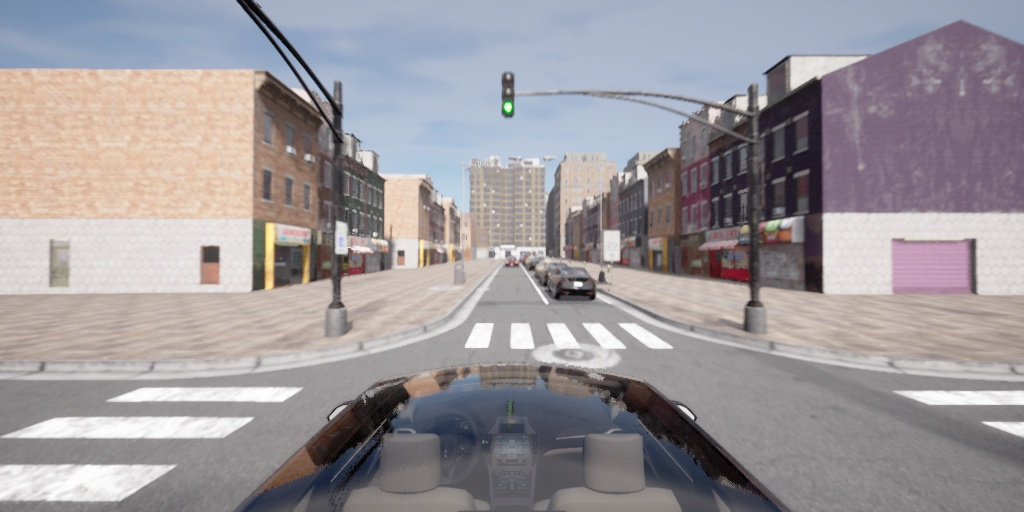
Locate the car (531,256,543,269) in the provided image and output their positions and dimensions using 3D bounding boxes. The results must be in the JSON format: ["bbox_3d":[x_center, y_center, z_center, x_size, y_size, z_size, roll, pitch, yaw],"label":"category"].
[{"bbox_3d":[2.635,0.948,27.518,1.751,1.417,4.829,0,0,0],"label":"car"}]

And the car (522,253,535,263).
[{"bbox_3d":[2.628,0.692,49.267,1.751,1.417,4.829,0,0,0],"label":"car"}]

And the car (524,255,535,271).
[{"bbox_3d":[2.631,0.854,38.223,1.948,1.339,4.313,0,0,0],"label":"car"}]

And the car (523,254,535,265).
[{"bbox_3d":[2.630,0.752,43.829,1.751,1.417,4.829,0,0,0],"label":"car"}]

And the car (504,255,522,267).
[{"bbox_3d":[-0.009,0.789,46.797,1.895,1.301,4.718,0,1,0],"label":"car"}]

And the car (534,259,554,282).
[{"bbox_3d":[2.637,1.063,21.913,1.948,1.339,4.313,0,0,0],"label":"car"}]

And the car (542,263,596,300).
[{"bbox_3d":[2.638,1.141,16.477,1.948,1.339,4.313,0,0,0],"label":"car"}]

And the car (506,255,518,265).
[{"bbox_3d":[-0.013,0.588,56.960,1.837,1.490,4.892,0,1,0],"label":"car"}]
